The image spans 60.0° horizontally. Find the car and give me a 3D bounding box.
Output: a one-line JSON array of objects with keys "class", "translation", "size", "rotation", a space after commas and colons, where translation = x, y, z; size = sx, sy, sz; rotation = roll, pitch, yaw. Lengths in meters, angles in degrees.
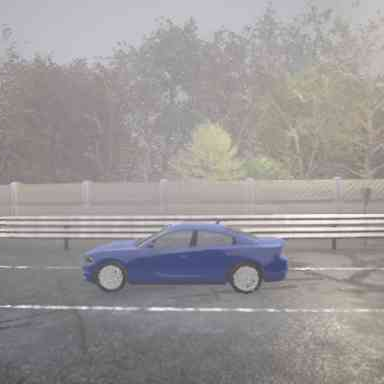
[{"class": "car", "translation": [-0.181, 1.525, 8.362], "size": [5.008, 1.535, 1.882], "rotation": [-1, 0, 3]}]
